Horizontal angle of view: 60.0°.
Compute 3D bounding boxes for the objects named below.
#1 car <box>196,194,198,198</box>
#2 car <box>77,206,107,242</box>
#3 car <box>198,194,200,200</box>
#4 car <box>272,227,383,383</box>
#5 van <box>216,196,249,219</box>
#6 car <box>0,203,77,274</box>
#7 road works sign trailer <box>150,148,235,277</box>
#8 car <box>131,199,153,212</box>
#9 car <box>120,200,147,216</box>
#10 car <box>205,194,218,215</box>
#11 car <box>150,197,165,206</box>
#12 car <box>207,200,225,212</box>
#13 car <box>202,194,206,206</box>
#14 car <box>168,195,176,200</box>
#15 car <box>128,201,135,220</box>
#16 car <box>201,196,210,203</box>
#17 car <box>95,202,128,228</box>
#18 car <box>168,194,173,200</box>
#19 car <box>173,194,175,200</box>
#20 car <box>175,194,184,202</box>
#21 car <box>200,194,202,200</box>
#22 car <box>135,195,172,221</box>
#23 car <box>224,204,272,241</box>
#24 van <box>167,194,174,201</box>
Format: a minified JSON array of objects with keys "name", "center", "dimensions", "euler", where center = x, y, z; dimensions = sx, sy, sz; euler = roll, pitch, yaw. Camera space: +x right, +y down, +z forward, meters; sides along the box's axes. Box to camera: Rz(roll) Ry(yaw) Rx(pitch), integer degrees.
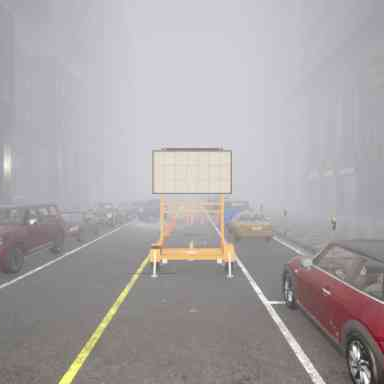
[{"name":"car","center":[2.822,1.584,89.161],"dimensions":[1.887,1.381,4.507],"euler":[0,0,0]},{"name":"car","center":[-5.754,1.582,16.331],"dimensions":[1.802,1.307,4.206],"euler":[0,0,0]},{"name":"car","center":[2.806,1.464,66.754],"dimensions":[1.967,1.590,4.097],"euler":[0,0,0]},{"name":"car","center":[2.763,1.440,5.135],"dimensions":[1.967,1.590,4.097],"euler":[0,0,0]},{"name":"van","center":[2.775,1.342,21.941],"dimensions":[1.690,1.788,3.998],"euler":[0,0,0]},{"name":"car","center":[-5.758,1.314,10.729],"dimensions":[2.192,1.841,5.009],"euler":[0,0,0]},{"name":"road works sign trailer","center":[0.007,0.464,10.181],"dimensions":[2.380,3.560,2.880],"euler":[0,0,0]},{"name":"car","center":[-5.738,1.572,38.739],"dimensions":[1.947,1.339,4.313],"euler":[0,0,0]},{"name":"car","center":[-5.742,1.569,33.137],"dimensions":[1.947,1.339,4.313],"euler":[0,0,0]},{"name":"car","center":[2.782,1.319,33.144],"dimensions":[2.192,1.841,5.009],"euler":[0,0,0]},{"name":"car","center":[-5.727,1.561,55.546],"dimensions":[1.887,1.381,4.507],"euler":[0,0,0]},{"name":"car","center":[2.787,1.588,38.746],"dimensions":[1.802,1.307,4.206],"euler":[0,0,0]},{"name":"car","center":[2.790,1.324,44.348],"dimensions":[2.192,1.841,5.009],"euler":[0,0,0]},{"name":"car","center":[-5.699,1.588,94.761],"dimensions":[1.887,1.381,4.507],"euler":[0,0,0]},{"name":"car","center":[-5.746,1.552,27.536],"dimensions":[2.008,1.369,4.403],"euler":[0,0,0]},{"name":"car","center":[2.811,1.610,72.356],"dimensions":[1.802,1.307,4.206],"euler":[0,0,0]},{"name":"car","center":[-5.750,1.440,21.933],"dimensions":[1.967,1.590,4.097],"euler":[0,0,0]},{"name":"car","center":[-5.715,1.467,72.352],"dimensions":[1.967,1.590,4.097],"euler":[0,0,0]},{"name":"car","center":[-5.711,1.576,77.954],"dimensions":[1.887,1.381,4.507],"euler":[0,0,0]},{"name":"car","center":[-2.943,1.511,80.824],"dimensions":[1.882,1.535,5.008],"euler":[0,0,0]},{"name":"car","center":[2.798,1.456,55.551],"dimensions":[1.967,1.590,4.097],"euler":[0,0,0]},{"name":"car","center":[-3.081,1.353,27.406],"dimensions":[2.097,1.767,4.553],"euler":[0,0,0]},{"name":"car","center":[2.771,1.525,16.510],"dimensions":[1.752,1.417,4.829],"euler":[0,0,0]},{"name":"van","center":[-5.703,1.380,89.159],"dimensions":[1.690,1.788,3.998],"euler":[0,0,0]}]
